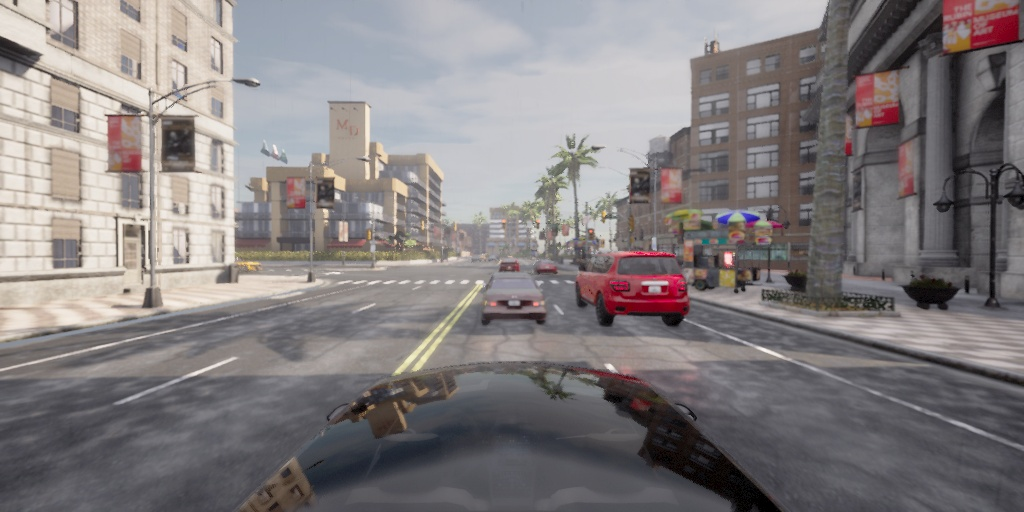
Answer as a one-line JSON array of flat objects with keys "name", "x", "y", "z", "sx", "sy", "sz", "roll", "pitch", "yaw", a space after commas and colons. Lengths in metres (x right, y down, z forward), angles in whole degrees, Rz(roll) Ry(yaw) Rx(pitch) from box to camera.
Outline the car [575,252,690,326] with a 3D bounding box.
[{"name": "car", "x": 3.478, "y": 0.879, "z": 11.442, "sx": 2.150, "sy": 2.045, "sz": 5.566, "roll": 0, "pitch": 1, "yaw": 0}]

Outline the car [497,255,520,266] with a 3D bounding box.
[{"name": "car", "x": -0.256, "y": 0.904, "z": 36.181, "sx": 1.882, "sy": 1.535, "sz": 5.008, "roll": 0, "pitch": 1, "yaw": -1}]

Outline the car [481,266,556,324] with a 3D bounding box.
[{"name": "car", "x": -0.008, "y": 1.205, "z": 11.493, "sx": 2.033, "sy": 1.411, "sz": 5.357, "roll": 0, "pitch": 0, "yaw": -2}]

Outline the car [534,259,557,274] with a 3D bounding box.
[{"name": "car", "x": 3.251, "y": 0.995, "z": 35.444, "sx": 1.994, "sy": 1.385, "sz": 4.181, "roll": 0, "pitch": 1, "yaw": -1}]

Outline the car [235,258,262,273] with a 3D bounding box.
[{"name": "car", "x": -28.649, "y": 0.914, "z": 37.010, "sx": 5.008, "sy": 1.535, "sz": 1.882, "roll": 0, "pitch": 1, "yaw": -1}]
